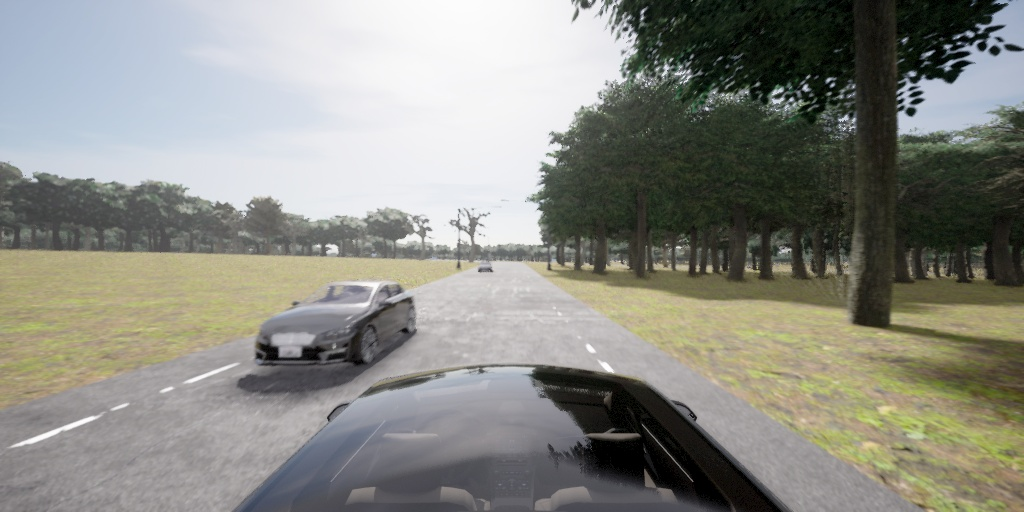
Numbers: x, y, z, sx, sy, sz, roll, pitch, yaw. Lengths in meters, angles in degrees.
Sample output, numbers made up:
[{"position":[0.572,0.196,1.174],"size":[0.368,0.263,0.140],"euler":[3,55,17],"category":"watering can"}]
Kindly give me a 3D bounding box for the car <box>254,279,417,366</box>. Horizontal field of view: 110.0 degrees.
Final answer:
[{"position":[-3.601,1.318,8.275],"size":[2.128,1.511,4.902],"euler":[0,-1,0],"category":"car"}]

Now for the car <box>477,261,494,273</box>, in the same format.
[{"position":[-3.584,1.478,48.808],"size":[1.812,1.442,4.674],"euler":[0,0,0],"category":"car"}]
